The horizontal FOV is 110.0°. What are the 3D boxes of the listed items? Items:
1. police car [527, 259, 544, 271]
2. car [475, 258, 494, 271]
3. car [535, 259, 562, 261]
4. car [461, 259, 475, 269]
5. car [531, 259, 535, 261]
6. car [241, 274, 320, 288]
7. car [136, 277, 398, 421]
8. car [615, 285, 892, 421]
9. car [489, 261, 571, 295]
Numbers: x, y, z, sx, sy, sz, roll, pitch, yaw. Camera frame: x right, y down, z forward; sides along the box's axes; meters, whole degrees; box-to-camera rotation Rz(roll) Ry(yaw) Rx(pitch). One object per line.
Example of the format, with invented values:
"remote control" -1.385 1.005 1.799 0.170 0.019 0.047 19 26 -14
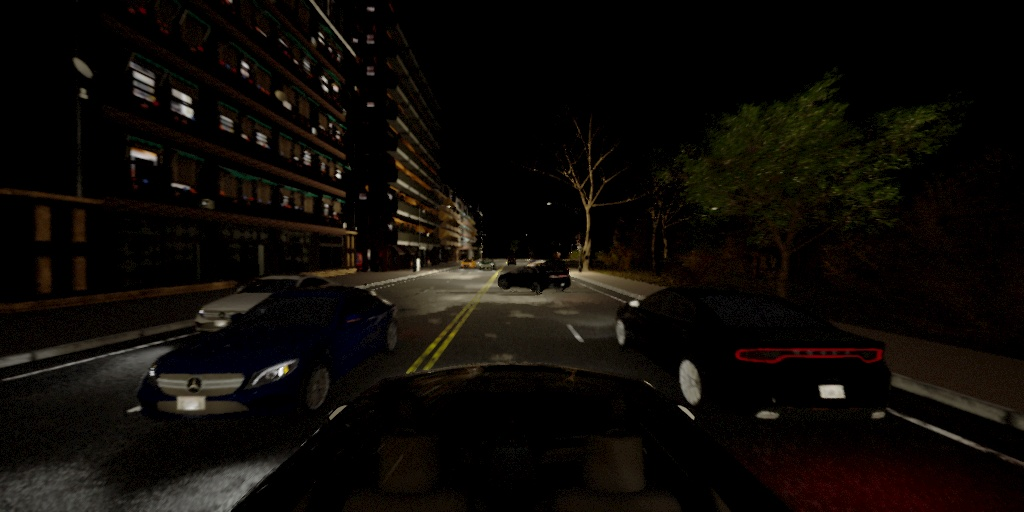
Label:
"police car" 3.232 1.203 50.121 2.038 1.542 4.974 0 0 0
"car" -3.330 1.051 48.469 2.097 1.767 4.553 0 0 0
"car" 3.240 1.075 28.089 2.097 1.767 4.553 0 0 0
"car" -6.564 1.169 54.365 1.882 1.535 5.008 0 0 1
"car" 3.236 1.214 39.150 2.163 1.488 4.792 0 0 0
"car" -6.599 1.266 10.461 1.812 1.442 4.674 0 0 0
"car" -3.342 1.271 6.059 1.812 1.442 4.674 0 0 0
"car" 3.249 1.224 6.118 1.882 1.535 5.008 0 0 0
"car" 1.109 1.223 19.952 2.128 1.511 4.902 0 0 -37
